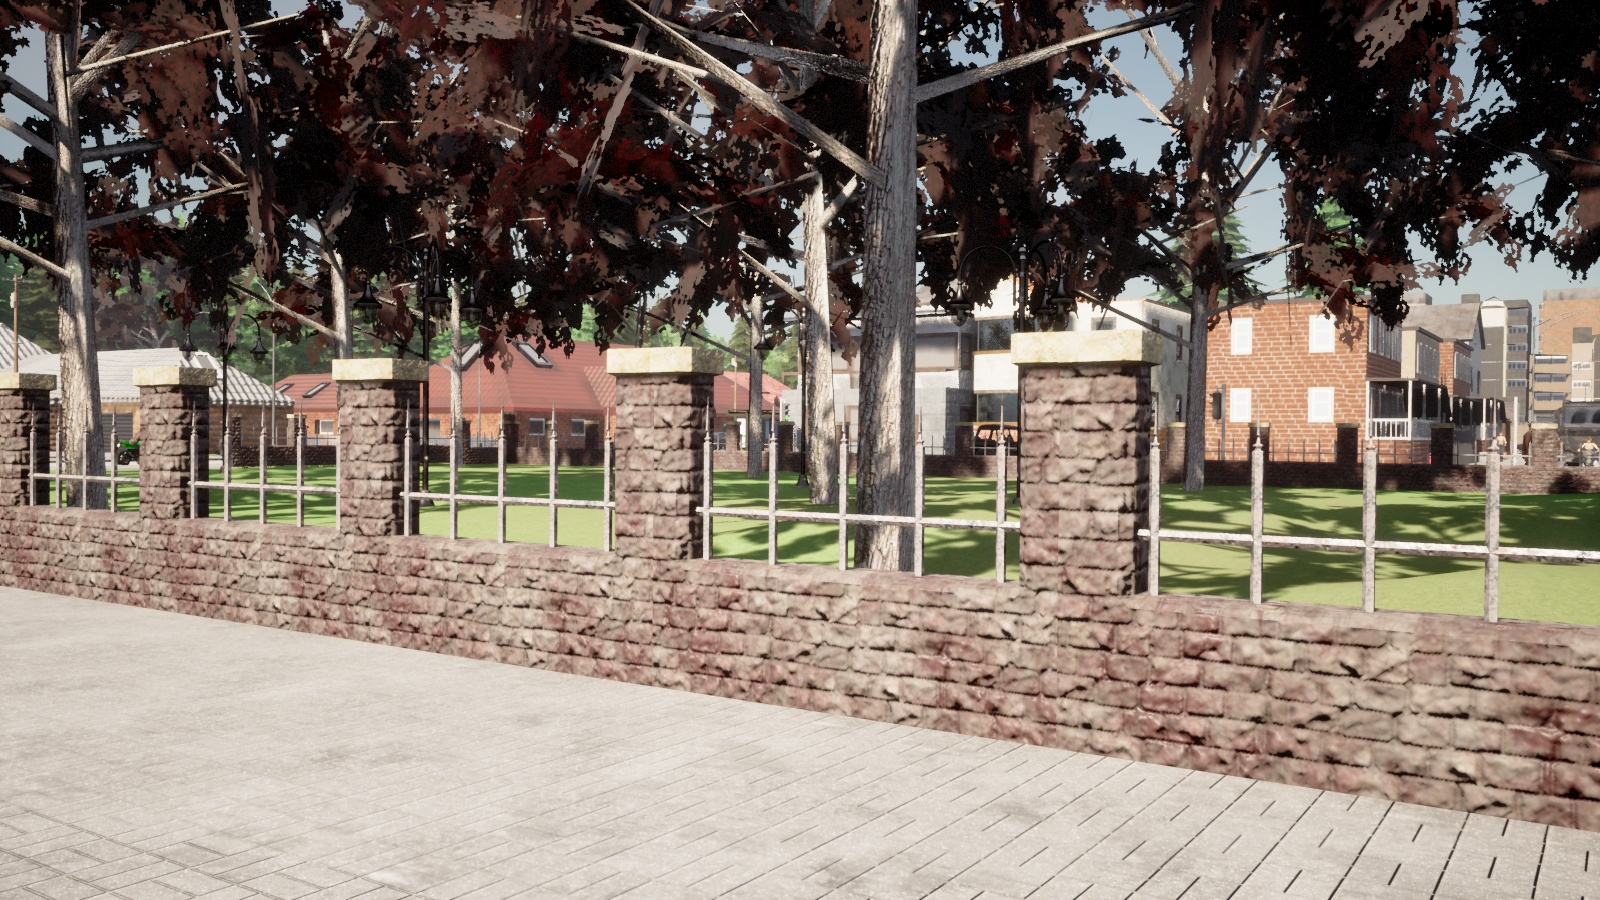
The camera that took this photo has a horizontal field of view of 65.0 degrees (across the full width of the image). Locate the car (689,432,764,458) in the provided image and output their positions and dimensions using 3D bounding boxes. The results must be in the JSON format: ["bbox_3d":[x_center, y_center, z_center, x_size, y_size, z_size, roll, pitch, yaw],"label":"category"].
[{"bbox_3d":[-4.516,-0.336,78.004,2.128,1.511,4.902,0,1,34],"label":"car"}]

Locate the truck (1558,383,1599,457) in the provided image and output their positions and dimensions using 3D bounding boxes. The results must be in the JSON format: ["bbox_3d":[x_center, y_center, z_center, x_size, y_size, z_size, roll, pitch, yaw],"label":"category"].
[{"bbox_3d":[39.644,-1.464,62.554,2.891,3.462,7.936,0,1,34],"label":"truck"}]

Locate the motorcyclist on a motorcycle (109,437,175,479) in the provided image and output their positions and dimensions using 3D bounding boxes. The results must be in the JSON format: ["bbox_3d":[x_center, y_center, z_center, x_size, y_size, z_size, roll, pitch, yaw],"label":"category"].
[{"bbox_3d":[-24.805,0.291,47.363,0.797,1.523,2.044,0,1,32],"label":"motorcyclist on a motorcycle"}]

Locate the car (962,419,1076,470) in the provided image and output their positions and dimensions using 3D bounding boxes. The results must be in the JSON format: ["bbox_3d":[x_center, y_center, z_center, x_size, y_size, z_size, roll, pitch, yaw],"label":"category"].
[{"bbox_3d":[8.383,-0.206,48.138,3.866,1.878,1.905,0,1,32],"label":"car"}]

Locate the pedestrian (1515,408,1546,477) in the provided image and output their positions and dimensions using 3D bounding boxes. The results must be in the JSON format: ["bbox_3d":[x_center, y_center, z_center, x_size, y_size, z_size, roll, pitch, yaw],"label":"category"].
[{"bbox_3d":[19.863,-0.205,34.168,0.703,1.840,0.431,0,1,34],"label":"pedestrian"}]
